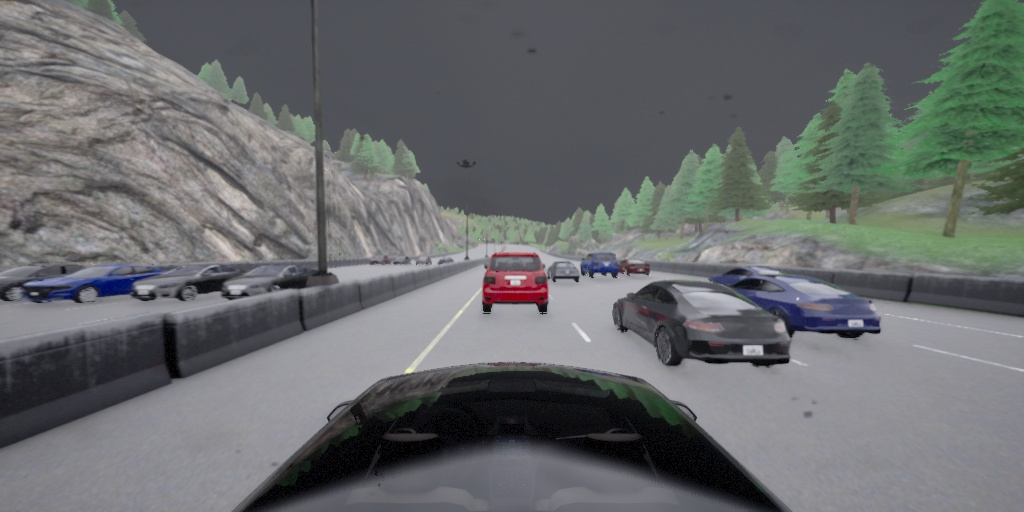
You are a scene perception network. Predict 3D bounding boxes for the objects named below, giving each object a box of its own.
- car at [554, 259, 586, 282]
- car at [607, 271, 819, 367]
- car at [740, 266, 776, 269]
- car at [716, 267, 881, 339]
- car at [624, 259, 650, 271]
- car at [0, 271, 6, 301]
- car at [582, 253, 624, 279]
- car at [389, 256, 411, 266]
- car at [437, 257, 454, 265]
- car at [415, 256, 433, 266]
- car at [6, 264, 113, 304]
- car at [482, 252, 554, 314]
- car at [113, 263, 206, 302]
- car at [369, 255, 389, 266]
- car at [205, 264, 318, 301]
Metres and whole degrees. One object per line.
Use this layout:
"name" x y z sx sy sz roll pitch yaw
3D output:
"car" 3.618 1.090 25.899 2.033 1.411 5.357 0 1 0
"car" 3.596 1.226 7.645 1.812 1.442 4.674 0 0 0
"car" 10.609 1.157 15.887 1.812 1.442 4.674 0 0 0
"car" 7.100 1.209 9.700 1.812 1.442 4.674 0 0 0
"car" 10.624 0.969 32.013 1.882 1.535 5.008 0 0 0
"car" -21.088 1.125 16.079 1.837 1.490 4.892 0 0 0
"car" 7.122 0.732 29.659 2.150 2.045 5.566 0 0 0
"car" -17.504 0.769 57.231 1.837 1.490 4.892 0 1 1
"car" -10.503 0.815 57.297 2.033 1.411 5.357 0 0 1
"car" -14.007 0.792 57.266 1.812 1.442 4.674 0 0 1
"car" -17.589 1.101 15.704 1.882 1.535 5.008 0 0 0
"car" 0.107 0.870 13.453 2.150 2.045 5.566 0 0 0
"car" -14.089 1.113 16.155 2.128 1.511 4.902 0 0 0
"car" -21.001 0.616 57.295 2.097 1.767 4.553 0 0 1
"car" -10.588 1.113 16.195 2.128 1.511 4.902 0 0 0
